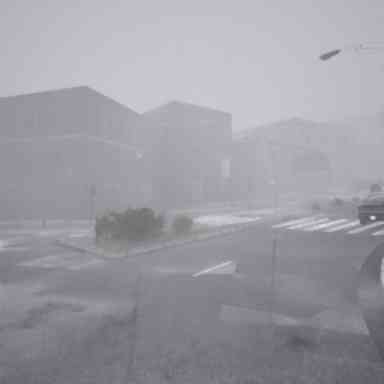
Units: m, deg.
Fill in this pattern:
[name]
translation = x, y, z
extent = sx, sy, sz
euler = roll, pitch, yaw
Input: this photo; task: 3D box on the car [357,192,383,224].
[car]
translation = 10.201, 0.751, 17.076
extent = 4.892, 1.490, 1.837
euler = -6, 2, -41
